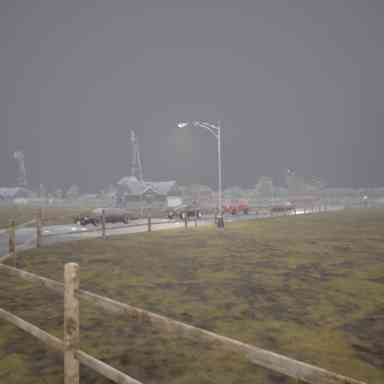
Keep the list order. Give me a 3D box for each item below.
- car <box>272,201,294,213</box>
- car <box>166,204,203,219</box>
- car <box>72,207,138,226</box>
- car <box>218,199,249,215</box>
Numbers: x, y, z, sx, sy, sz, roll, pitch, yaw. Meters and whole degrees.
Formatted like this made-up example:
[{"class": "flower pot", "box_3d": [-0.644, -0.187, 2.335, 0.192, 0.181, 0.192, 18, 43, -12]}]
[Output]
[{"class": "car", "box_3d": [13.329, 2.091, 47.997, 2.097, 1.767, 4.553, -2, -2, 36]}, {"class": "car", "box_3d": [-0.681, 2.013, 34.755, 1.837, 1.490, 4.892, -2, -2, 36]}, {"class": "car", "box_3d": [-6.701, 1.884, 26.339, 2.033, 1.411, 5.357, -2, -2, 36]}, {"class": "car", "box_3d": [5.511, 1.913, 43.417, 2.150, 2.045, 5.566, -2, -2, 36]}]
